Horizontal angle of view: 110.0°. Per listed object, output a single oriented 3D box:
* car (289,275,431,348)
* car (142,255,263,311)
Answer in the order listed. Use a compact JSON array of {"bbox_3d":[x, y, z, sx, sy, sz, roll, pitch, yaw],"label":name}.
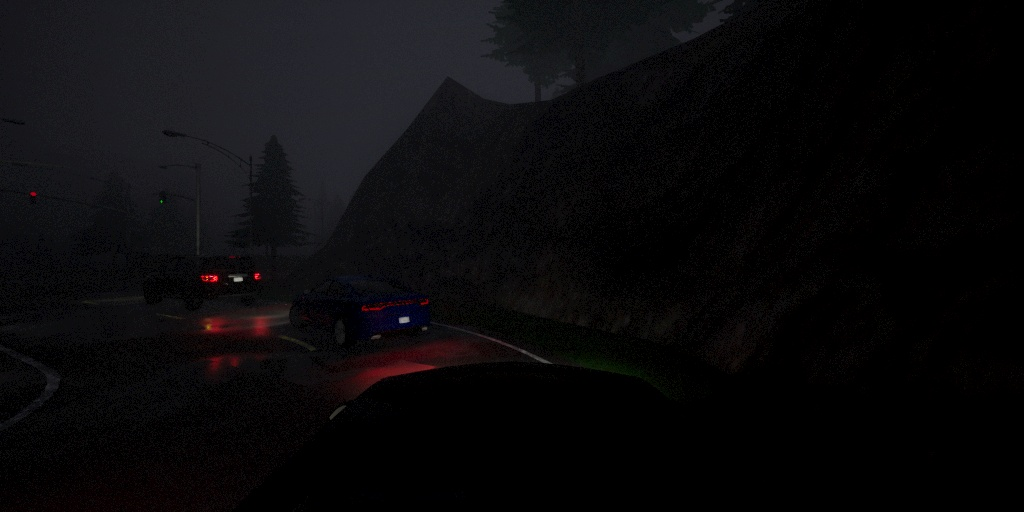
[{"bbox_3d":[-4.129,1.228,9.418,5.008,1.535,1.882,0,0,43],"label":"car"},{"bbox_3d":[-12.648,0.971,14.647,5.566,2.045,2.150,0,0,27],"label":"car"}]
